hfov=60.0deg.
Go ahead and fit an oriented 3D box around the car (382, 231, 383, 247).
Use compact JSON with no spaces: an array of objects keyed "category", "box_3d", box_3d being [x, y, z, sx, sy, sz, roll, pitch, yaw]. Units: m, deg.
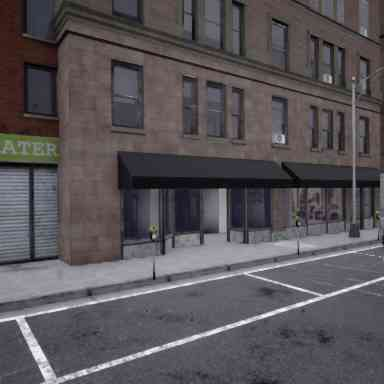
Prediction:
[{"category":"car","box_3d":[9.217,1.540,13.116,4.507,1.381,1.887,0,-1,-35]}]
